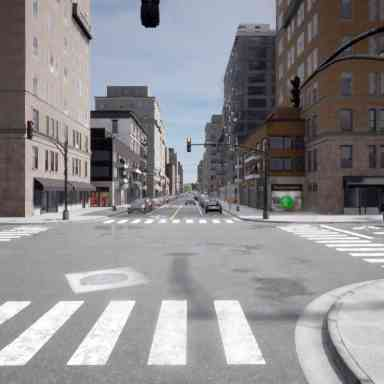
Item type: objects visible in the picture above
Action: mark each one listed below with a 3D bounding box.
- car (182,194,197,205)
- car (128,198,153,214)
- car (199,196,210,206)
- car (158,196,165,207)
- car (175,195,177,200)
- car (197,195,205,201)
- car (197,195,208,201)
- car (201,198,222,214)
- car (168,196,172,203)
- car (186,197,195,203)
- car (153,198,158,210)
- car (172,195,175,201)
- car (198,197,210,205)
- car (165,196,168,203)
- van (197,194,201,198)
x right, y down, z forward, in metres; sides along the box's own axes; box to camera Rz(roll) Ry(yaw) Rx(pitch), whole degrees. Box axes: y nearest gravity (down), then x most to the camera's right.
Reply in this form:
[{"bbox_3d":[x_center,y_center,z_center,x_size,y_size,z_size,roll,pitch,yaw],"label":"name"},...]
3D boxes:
[{"bbox_3d":[-0.302,1.635,59.908,2.033,1.411,5.357,0,0,0],"label":"car"},{"bbox_3d":[-5.764,1.480,36.143,1.967,1.590,4.097,0,0,0],"label":"car"},{"bbox_3d":[2.252,1.641,47.172,1.802,1.307,4.206,0,0,0],"label":"car"},{"bbox_3d":[-5.778,1.653,52.675,1.802,1.307,4.206,0,0,0],"label":"car"},{"bbox_3d":[-5.811,1.721,91.251,1.887,1.381,4.507,0,0,0],"label":"car"},{"bbox_3d":[2.218,1.600,85.747,1.967,1.590,4.097,0,0,0],"label":"car"},{"bbox_3d":[2.247,1.637,52.682,1.947,1.339,4.313,0,0,0],"label":"car"},{"bbox_3d":[2.261,1.606,36.149,1.947,1.339,4.313,0,0,0],"label":"car"},{"bbox_3d":[-5.793,1.552,69.208,1.967,1.590,4.097,0,0,0],"label":"car"},{"bbox_3d":[-0.398,1.720,73.628,1.895,1.301,4.718,0,0,0],"label":"car"},{"bbox_3d":[-5.768,1.490,41.654,1.967,1.590,4.097,0,0,0],"label":"car"},{"bbox_3d":[-5.802,1.694,80.229,2.008,1.369,4.403,0,0,0],"label":"car"},{"bbox_3d":[2.237,1.647,63.704,2.008,1.369,4.403,0,0,0],"label":"car"},{"bbox_3d":[-5.783,1.634,58.186,2.008,1.369,4.403,0,0,0],"label":"car"},{"bbox_3d":[2.242,1.424,58.193,1.690,1.788,3.998,0,0,0],"label":"van"}]
